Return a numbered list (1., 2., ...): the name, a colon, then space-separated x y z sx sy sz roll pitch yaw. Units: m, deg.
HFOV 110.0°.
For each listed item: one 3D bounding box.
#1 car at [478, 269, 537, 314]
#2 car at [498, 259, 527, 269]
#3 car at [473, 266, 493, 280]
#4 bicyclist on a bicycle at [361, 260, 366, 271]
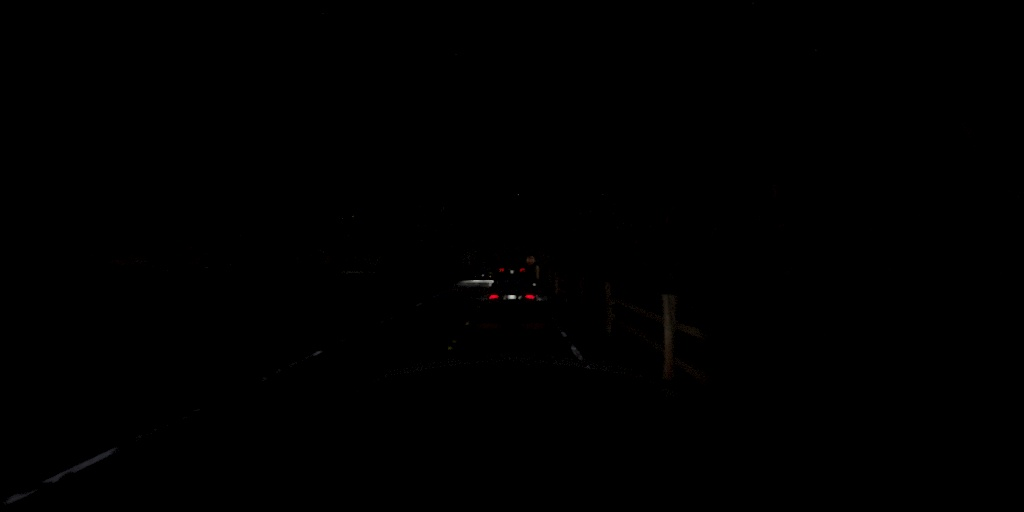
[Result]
1. car: 0.009 1.434 14.387 2.033 1.411 5.357 0 -1 0
2. car: 0.009 1.275 29.438 2.150 2.045 5.566 0 0 0
3. car: -2.773 1.690 36.392 1.994 1.385 4.181 0 -1 0
4. bicyclist on a bicycle: -22.468 1.505 54.443 0.582 1.620 1.656 1 0 1
